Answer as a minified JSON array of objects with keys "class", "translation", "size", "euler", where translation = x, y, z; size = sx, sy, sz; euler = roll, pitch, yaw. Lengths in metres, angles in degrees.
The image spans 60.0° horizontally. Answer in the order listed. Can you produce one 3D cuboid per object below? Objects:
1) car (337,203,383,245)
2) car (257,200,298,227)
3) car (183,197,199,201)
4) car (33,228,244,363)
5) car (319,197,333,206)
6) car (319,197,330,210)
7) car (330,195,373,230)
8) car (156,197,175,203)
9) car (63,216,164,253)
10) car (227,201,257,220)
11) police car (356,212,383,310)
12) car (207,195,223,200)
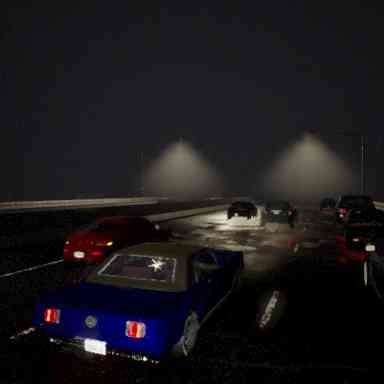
[{"class":"car","translation":[7.899,1.474,15.194],"size":[1.882,1.535,5.008],"euler":[0,0,21]},{"class":"car","translation":[6.074,1.346,22.825],"size":[2.097,1.767,4.553],"euler":[0,0,21]},{"class":"car","translation":[-0.168,1.510,55.765],"size":[1.812,1.442,4.674],"euler":[0,0,21]},{"class":"car","translation":[-0.375,1.599,6.120],"size":[1.895,1.301,4.718],"euler":[0,0,21]},{"class":"car","translation":[22.278,1.529,55.354],"size":[2.033,1.411,5.357],"euler":[0,0,21]},{"class":"car","translation":[17.040,1.492,41.662],"size":[1.837,1.490,4.892],"euler":[0,0,22]},{"class":"car","translation":[10.071,1.217,20.819],"size":[2.150,2.045,5.566],"euler":[0,0,21]},{"class":"car","translation":[-4.281,1.549,54.829],"size":[1.994,1.385,4.181],"euler":[0,0,21]},{"class":"car","translation":[-2.204,1.523,11.100],"size":[1.812,1.442,4.674],"euler":[0,0,21]},{"class":"car","translation":[4.302,1.498,27.951],"size":[1.837,1.490,4.892],"euler":[0,0,21]},{"class":"police car","translation":[4.336,1.424,5.968],"size":[1.930,1.638,5.238],"euler":[0,0,21]},{"class":"car","translation":[3.895,1.335,56.564],"size":[2.097,1.767,4.553],"euler":[0,0,21]}]
